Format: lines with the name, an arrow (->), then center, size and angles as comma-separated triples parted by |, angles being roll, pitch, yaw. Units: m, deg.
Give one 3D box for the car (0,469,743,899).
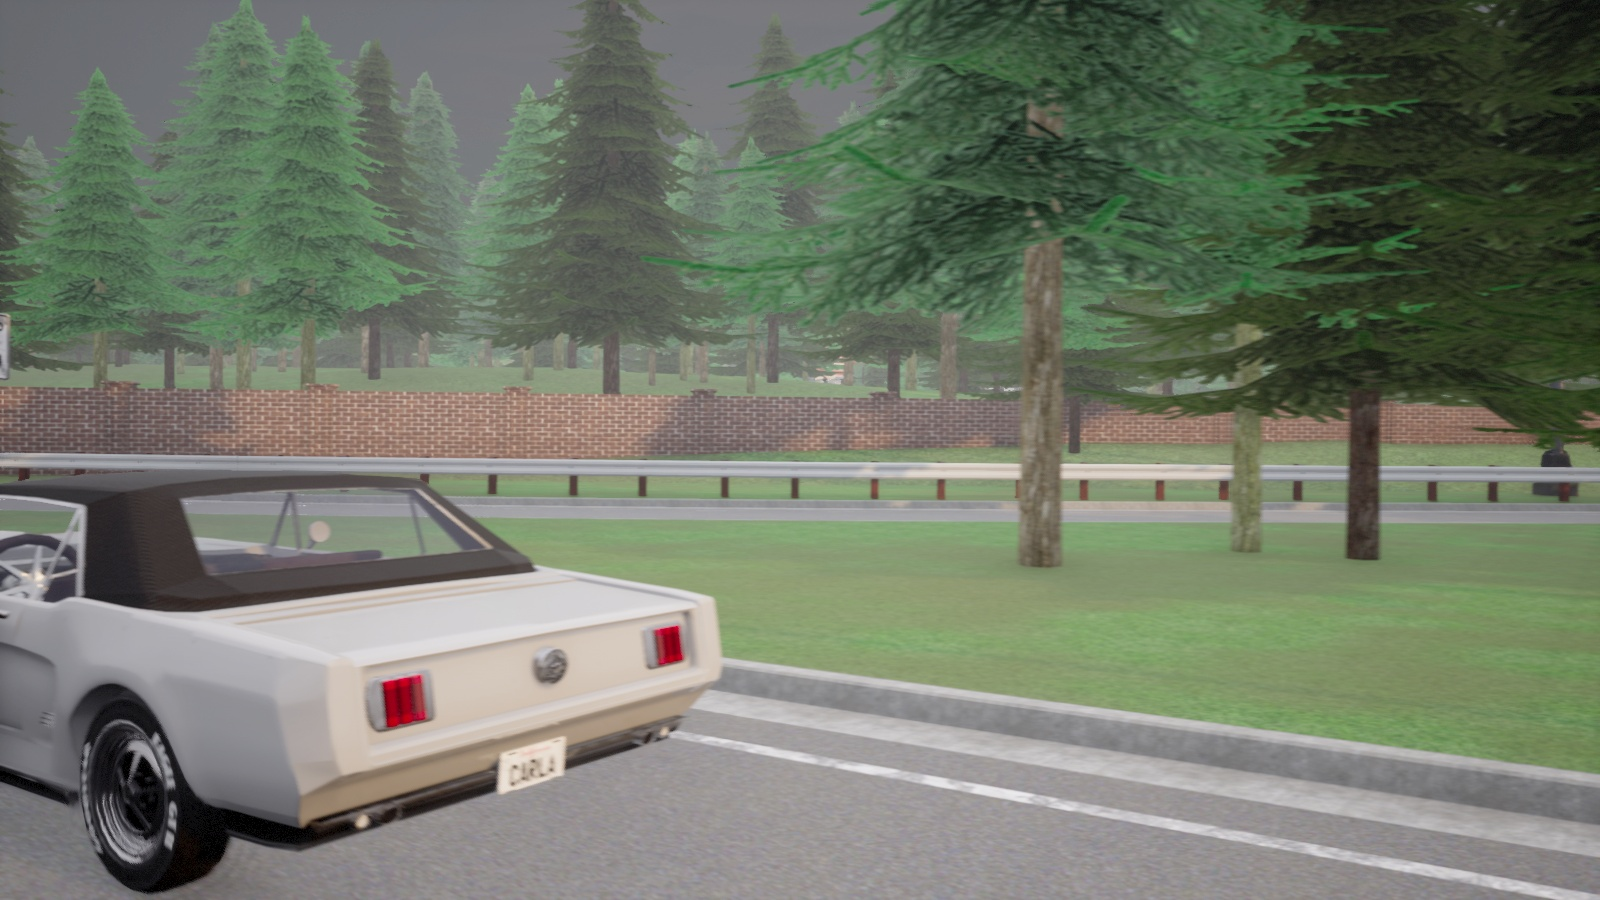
car -> -2.718, 0.782, 5.440 | 4.718, 1.301, 1.895 | 0, 1, 34
